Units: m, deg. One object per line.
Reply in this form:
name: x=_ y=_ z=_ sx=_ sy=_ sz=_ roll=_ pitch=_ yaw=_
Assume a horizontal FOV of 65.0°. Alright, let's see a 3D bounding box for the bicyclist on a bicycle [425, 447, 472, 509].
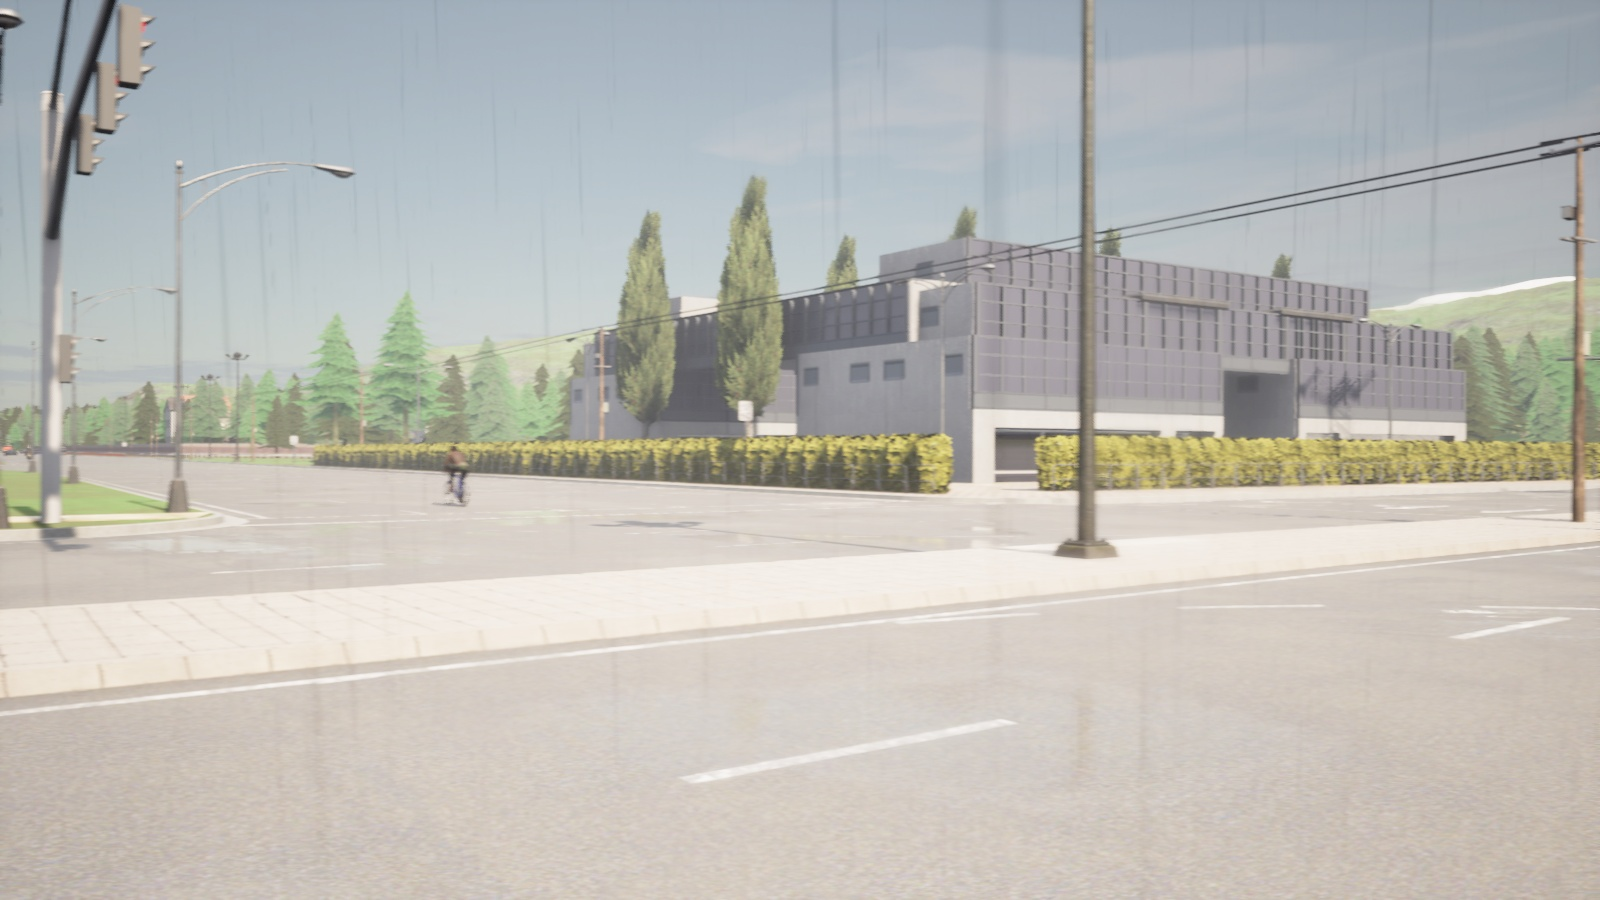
bicyclist on a bicycle: x=-9.361 y=0.734 z=33.424 sx=0.582 sy=1.620 sz=1.656 roll=1 pitch=-1 yaw=-39
